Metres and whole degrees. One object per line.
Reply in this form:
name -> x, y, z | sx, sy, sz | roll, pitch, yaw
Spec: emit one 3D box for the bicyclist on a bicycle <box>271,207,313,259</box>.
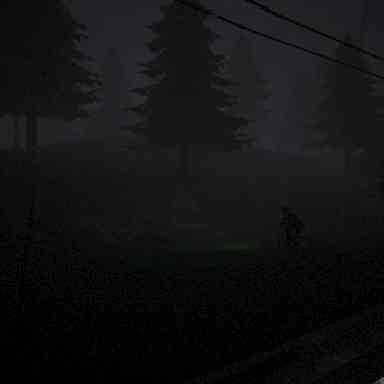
bicyclist on a bicycle -> 3.212, 1.305, 10.860 | 0.582, 1.620, 1.656 | 0, -2, -35
